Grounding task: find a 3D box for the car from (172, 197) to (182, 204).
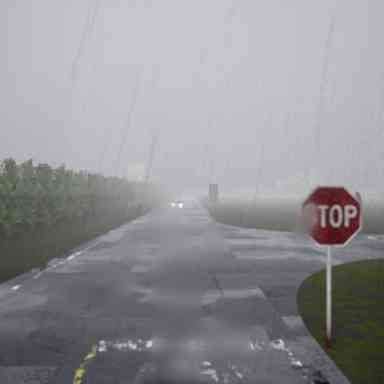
[{"bbox_3d":[-2.876,1.573,65.522,1.895,1.301,4.718,0,0,0],"label":"car"}]
